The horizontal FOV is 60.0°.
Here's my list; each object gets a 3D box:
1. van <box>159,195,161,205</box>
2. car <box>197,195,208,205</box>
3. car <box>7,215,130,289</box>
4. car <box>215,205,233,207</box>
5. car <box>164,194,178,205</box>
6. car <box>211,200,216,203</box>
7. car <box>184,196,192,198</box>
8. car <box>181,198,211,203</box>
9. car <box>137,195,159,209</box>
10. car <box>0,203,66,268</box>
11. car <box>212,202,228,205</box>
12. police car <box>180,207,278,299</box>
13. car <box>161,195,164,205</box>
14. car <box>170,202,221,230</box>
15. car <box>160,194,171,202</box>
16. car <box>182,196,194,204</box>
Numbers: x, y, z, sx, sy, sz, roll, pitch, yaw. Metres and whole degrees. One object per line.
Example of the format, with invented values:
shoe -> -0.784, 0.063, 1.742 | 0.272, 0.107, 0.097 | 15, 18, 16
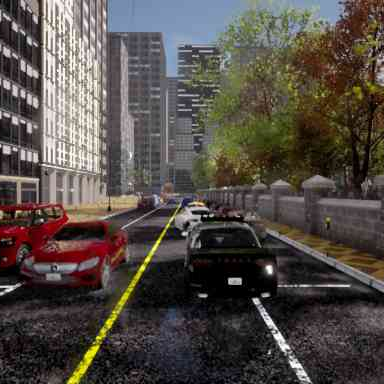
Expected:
van -> -6.022, 1.327, 49.476 | 1.690, 1.788, 3.998 | 0, 0, -1
car -> 1.868, 1.418, 60.582 | 1.967, 1.590, 4.097 | 0, 0, -1
car -> -2.930, 1.525, 9.298 | 1.812, 1.442, 4.674 | 0, 0, -1
car -> 2.409, 1.548, 16.186 | 2.008, 1.369, 4.403 | 0, 0, -1
car -> -3.416, 1.544, 58.010 | 1.994, 1.385, 4.181 | 0, 0, -1
car -> 2.273, 1.561, 27.285 | 1.947, 1.339, 4.313 | 0, 0, -1
car -> -0.483, 1.465, 45.857 | 1.882, 1.535, 5.008 | 0, 0, 0
car -> 0.312, 1.452, 24.760 | 1.801, 1.575, 5.366 | 0, 0, 4
car -> -5.955, 1.304, 43.936 | 2.192, 1.841, 5.009 | 0, 0, -1
car -> -5.552, 1.314, 10.689 | 2.192, 1.841, 5.009 | 0, 0, -1
car -> 2.341, 1.578, 21.736 | 1.802, 1.307, 4.206 | 0, 0, -1
police car -> 0.757, 1.424, 8.647 | 1.930, 1.638, 5.238 | 0, 0, -1
car -> -6.089, 1.564, 55.017 | 1.802, 1.307, 4.206 | 0, 0, -1
car -> 0.171, 1.523, 18.328 | 1.812, 1.442, 4.674 | 0, 0, -13
car -> -6.214, 1.282, 77.180 | 2.192, 1.841, 5.009 | 0, 0, -1
car -> -0.735, 1.468, 63.931 | 2.128, 1.511, 4.902 | 0, 0, -1
